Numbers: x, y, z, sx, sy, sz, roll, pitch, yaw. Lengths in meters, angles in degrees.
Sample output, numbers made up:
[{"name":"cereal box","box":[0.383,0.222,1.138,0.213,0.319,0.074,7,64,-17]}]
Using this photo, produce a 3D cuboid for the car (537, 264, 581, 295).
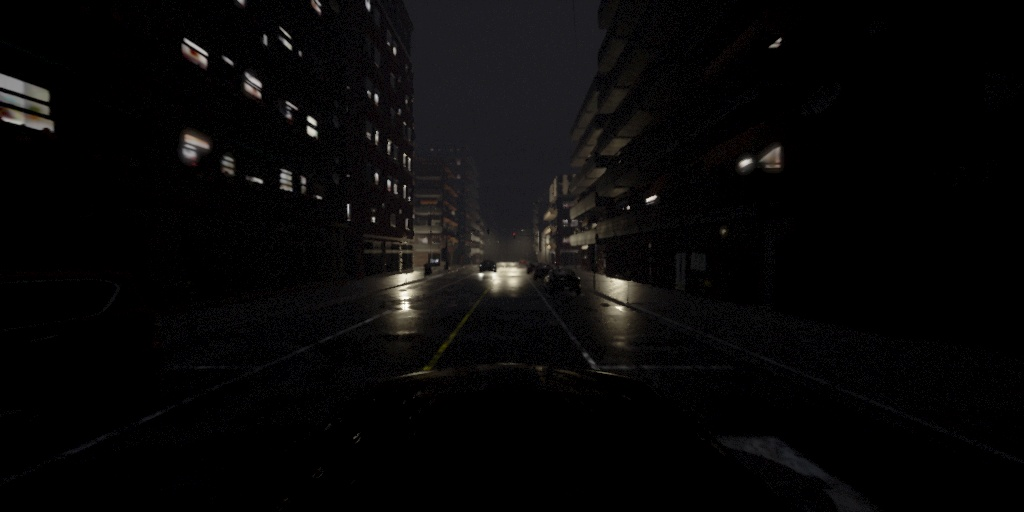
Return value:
[{"name":"car","box":[2.692,1.346,19.815,2.007,1.370,4.403,0,0,0]}]

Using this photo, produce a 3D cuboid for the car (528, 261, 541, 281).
[{"name":"car","box":[2.694,1.371,31.186,1.888,1.381,4.507,0,0,0]}]

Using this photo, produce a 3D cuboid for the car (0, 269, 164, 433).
[{"name":"car","box":[-5.692,1.068,2.767,2.192,1.841,5.009,0,0,0]}]

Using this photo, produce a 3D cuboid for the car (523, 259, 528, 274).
[{"name":"car","box":[2.695,1.298,42.555,1.967,1.591,4.097,0,0,0]}]

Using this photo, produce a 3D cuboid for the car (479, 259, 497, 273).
[{"name":"car","box":[-3.015,1.220,45.814,2.097,1.767,4.553,0,0,0]}]
